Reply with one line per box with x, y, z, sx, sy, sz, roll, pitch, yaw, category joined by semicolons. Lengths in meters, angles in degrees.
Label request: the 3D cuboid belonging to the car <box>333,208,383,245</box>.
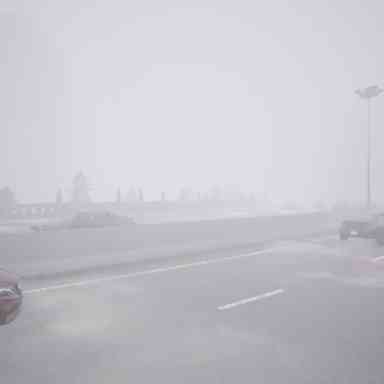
8.819;1.650;16.385;4.674;1.442;1.812;0;0;-45;car

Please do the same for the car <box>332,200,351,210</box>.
18.703;1.797;41.455;2.128;1.511;4.902;0;0;29;car

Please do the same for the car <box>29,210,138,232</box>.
-5.552;1.643;17.582;5.357;1.411;2.033;0;0;-40;car

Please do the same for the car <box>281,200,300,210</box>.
14.225;1.899;47.917;1.994;1.385;4.181;0;-1;27;car

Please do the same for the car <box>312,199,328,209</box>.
19.878;1.876;51.636;1.837;1.490;4.892;0;0;24;car

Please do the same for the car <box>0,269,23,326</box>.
-4.985;1.543;4.652;4.674;1.442;1.812;0;0;-35;car
